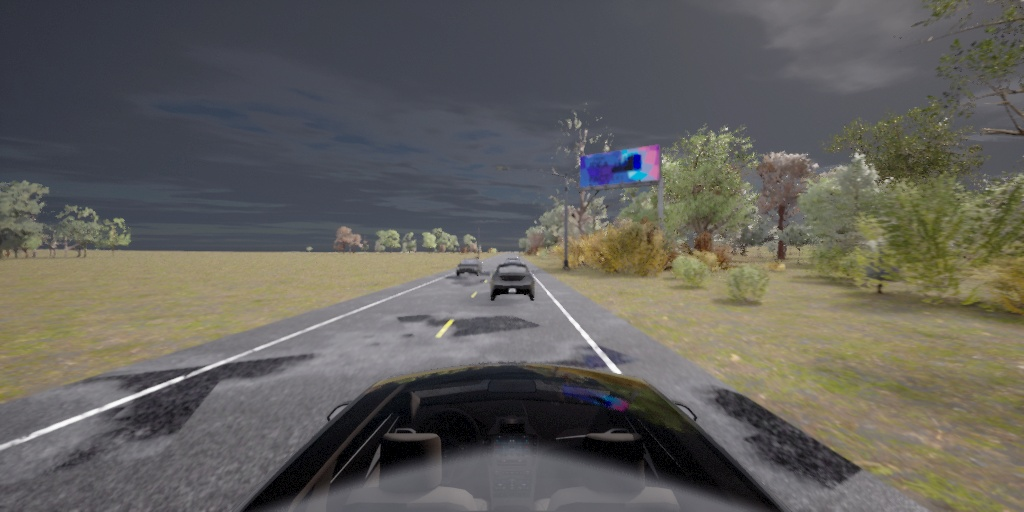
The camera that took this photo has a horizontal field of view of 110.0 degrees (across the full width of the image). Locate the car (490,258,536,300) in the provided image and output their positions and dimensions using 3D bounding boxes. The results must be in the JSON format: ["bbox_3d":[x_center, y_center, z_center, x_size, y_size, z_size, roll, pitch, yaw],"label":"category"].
[{"bbox_3d":[0.033,1.051,16.274,1.837,1.490,4.892,0,1,1],"label":"car"}]

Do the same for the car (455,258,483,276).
[{"bbox_3d":[-3.507,0.894,30.334,2.033,1.411,5.357,0,1,0],"label":"car"}]
